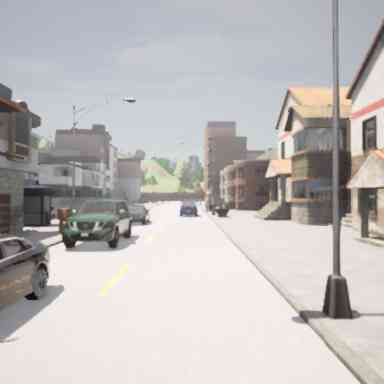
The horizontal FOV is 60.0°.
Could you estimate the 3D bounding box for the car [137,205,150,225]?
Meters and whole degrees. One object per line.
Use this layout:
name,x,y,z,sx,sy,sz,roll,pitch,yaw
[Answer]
car,-4.369,1.768,26.269,1.812,1.442,4.674,0,-1,-1

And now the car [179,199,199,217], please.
car,-0.335,1.801,35.579,1.882,1.535,5.008,0,-1,0

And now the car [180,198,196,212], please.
car,-0.487,1.770,46.193,2.097,1.767,4.553,0,-1,0

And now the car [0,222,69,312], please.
car,-4.160,1.549,5.811,2.128,1.511,4.902,0,-1,-1

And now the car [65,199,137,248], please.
car,-4.275,1.370,15.932,2.150,2.045,5.566,0,-1,-1
